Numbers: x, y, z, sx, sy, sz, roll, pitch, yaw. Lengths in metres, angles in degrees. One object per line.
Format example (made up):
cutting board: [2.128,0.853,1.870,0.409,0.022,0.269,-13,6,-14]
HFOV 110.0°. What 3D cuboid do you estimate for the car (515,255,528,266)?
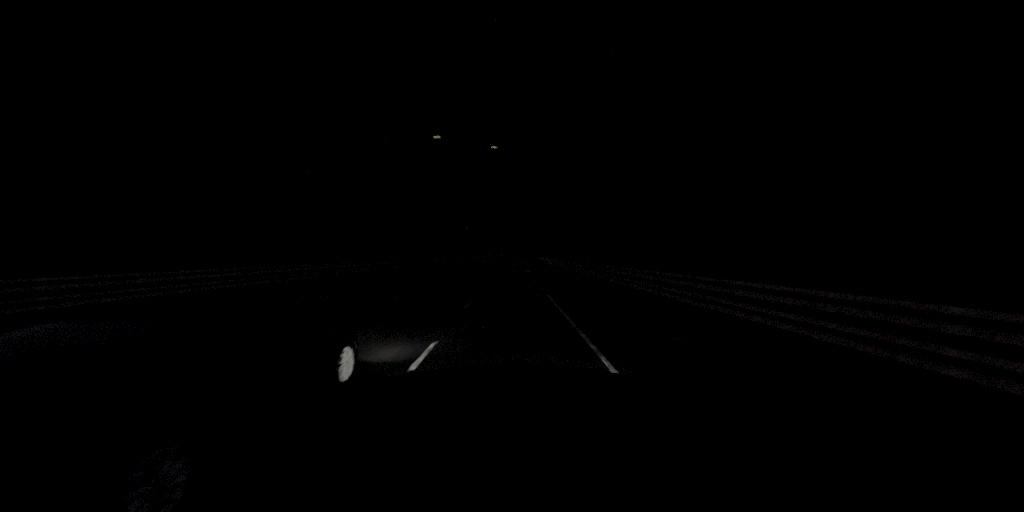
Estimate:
car: [1.653,0.793,61.281,2.097,1.767,4.553,0,0,2]

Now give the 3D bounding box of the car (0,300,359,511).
car: [-3.399,1.244,3.915,1.837,1.490,4.892,0,1,0]

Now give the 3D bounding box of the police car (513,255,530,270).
police car: [1.259,0.947,45.548,1.930,1.638,5.238,0,0,1]
